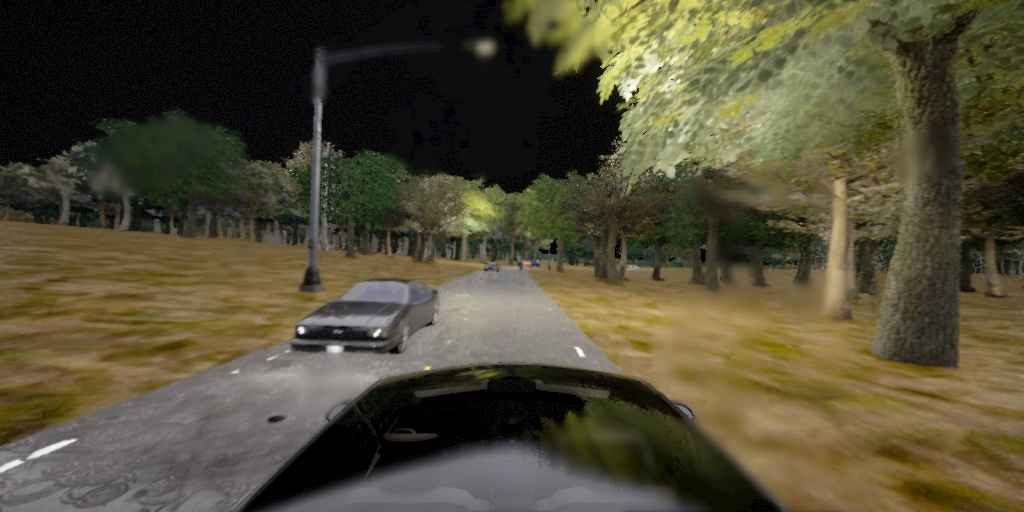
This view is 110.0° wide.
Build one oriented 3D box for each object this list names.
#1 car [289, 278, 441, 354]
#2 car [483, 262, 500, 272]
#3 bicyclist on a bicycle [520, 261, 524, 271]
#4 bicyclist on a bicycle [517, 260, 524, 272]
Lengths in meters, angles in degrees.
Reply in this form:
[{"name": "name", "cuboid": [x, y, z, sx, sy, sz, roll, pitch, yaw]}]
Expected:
[{"name": "car", "cuboid": [-3.077, 1.265, 8.937, 2.033, 1.411, 5.357, 2, 0, 0]}, {"name": "car", "cuboid": [-2.795, 1.544, 50.203, 1.994, 1.385, 4.181, 2, 0, 3]}, {"name": "bicyclist on a bicycle", "cuboid": [1.697, 1.641, 61.138, 0.582, 1.620, 1.656, 2, -1, 5]}, {"name": "bicyclist on a bicycle", "cuboid": [1.076, 1.468, 52.534, 0.659, 1.776, 1.843, -4, -1, 3]}]
